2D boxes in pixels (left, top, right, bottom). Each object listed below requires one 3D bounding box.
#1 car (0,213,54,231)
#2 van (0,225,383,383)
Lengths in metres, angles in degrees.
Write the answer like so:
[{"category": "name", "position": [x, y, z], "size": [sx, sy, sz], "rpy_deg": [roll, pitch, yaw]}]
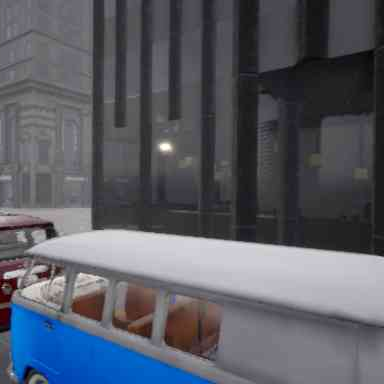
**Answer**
[{"category": "car", "position": [-4.216, 1.312, 5.990], "size": [5.009, 1.841, 2.192], "rpy_deg": [0, 1, 36]}, {"category": "van", "position": [-0.079, 1.340, 3.030], "size": [3.998, 1.788, 1.690], "rpy_deg": [0, 1, 36]}]
